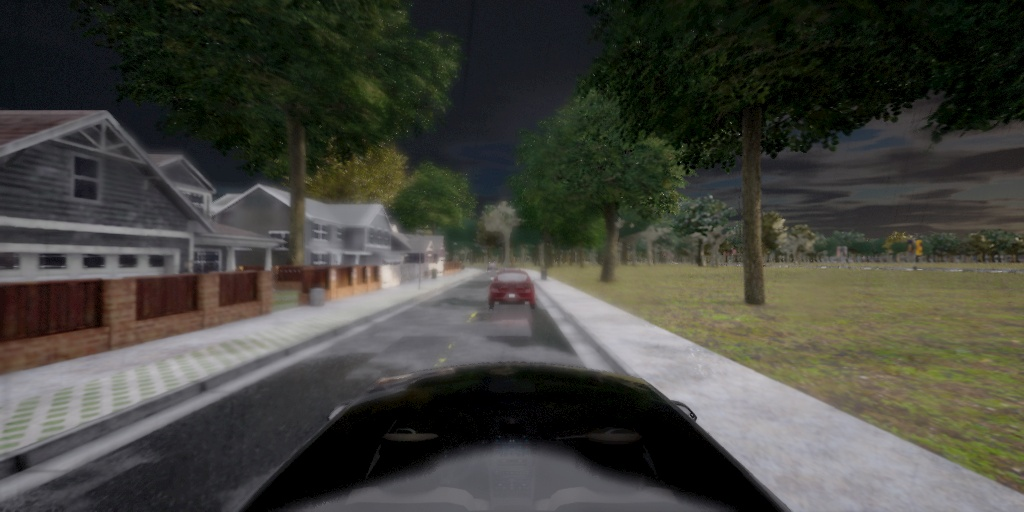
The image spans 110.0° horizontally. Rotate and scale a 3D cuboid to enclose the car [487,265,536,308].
[{"bbox_3d":[0.019,1.374,16.088,1.882,1.535,5.008,0,0,0],"label":"car"}]
